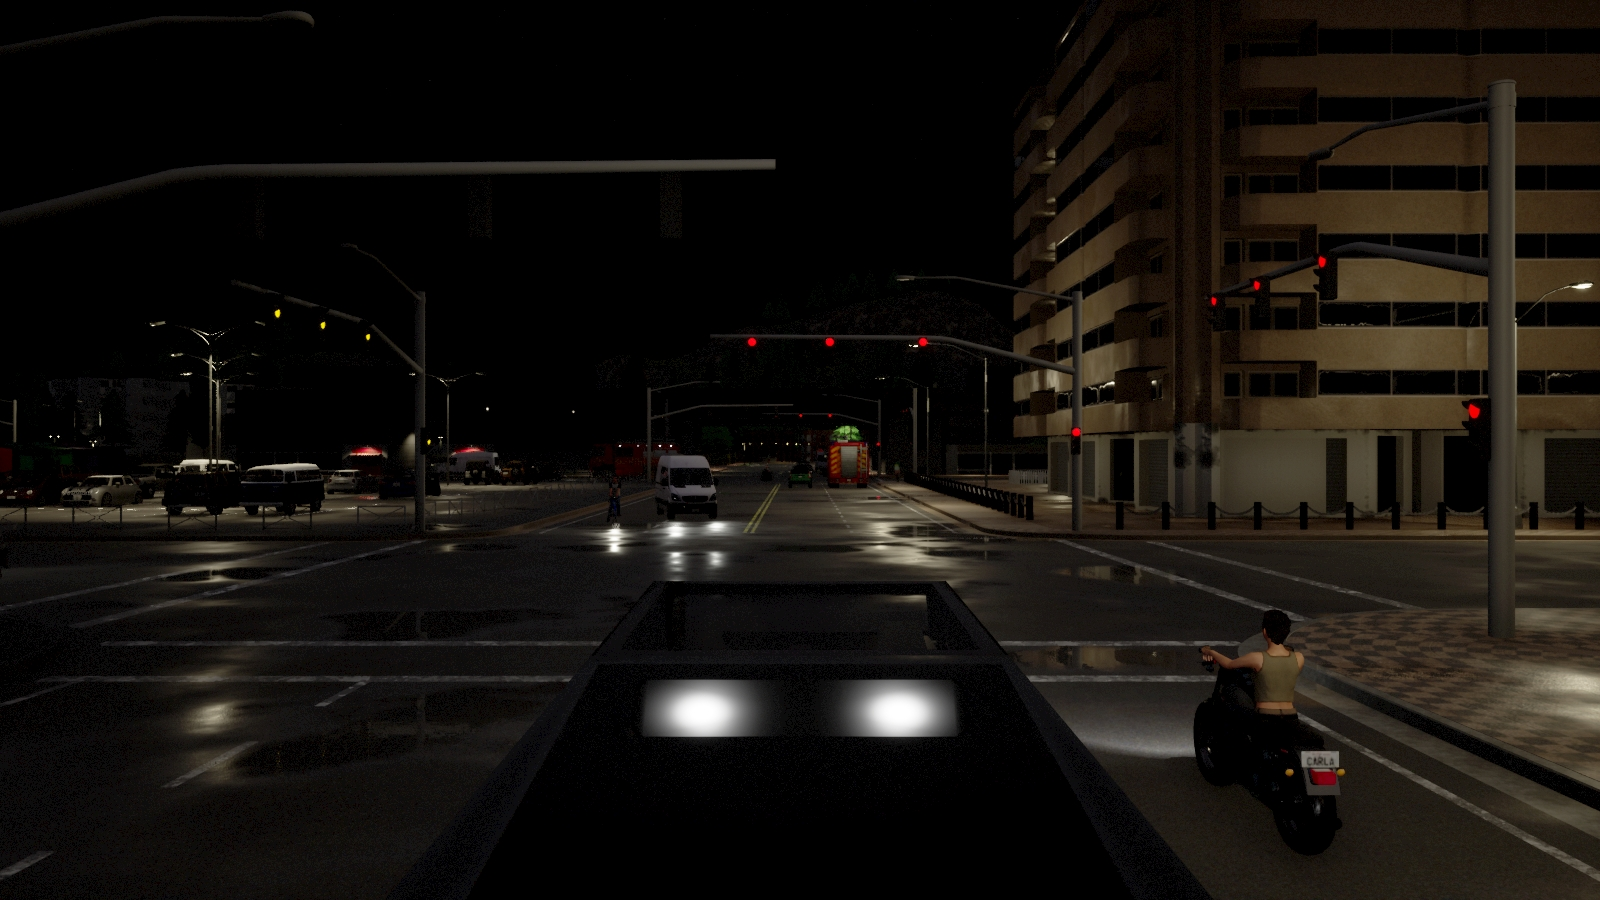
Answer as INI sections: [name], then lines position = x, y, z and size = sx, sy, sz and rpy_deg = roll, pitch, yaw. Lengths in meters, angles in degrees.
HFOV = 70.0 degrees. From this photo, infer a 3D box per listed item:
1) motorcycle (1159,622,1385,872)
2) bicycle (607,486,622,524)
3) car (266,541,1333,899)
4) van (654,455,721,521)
[motorcycle]
position = 3.502, 2.151, 8.762
size = 0.764, 1.307, 2.356
rpy_deg = 0, 0, 0
[bicycle]
position = -7.113, 2.096, 43.847
size = 0.373, 1.385, 1.643
rpy_deg = 0, 0, -1
[car]
position = 0.000, 1.751, 5.696
size = 2.390, 2.098, 6.274
rpy_deg = 0, 0, 0
[van]
position = -4.814, 1.517, 48.008
size = 1.988, 2.561, 5.915
rpy_deg = 0, 0, -14
